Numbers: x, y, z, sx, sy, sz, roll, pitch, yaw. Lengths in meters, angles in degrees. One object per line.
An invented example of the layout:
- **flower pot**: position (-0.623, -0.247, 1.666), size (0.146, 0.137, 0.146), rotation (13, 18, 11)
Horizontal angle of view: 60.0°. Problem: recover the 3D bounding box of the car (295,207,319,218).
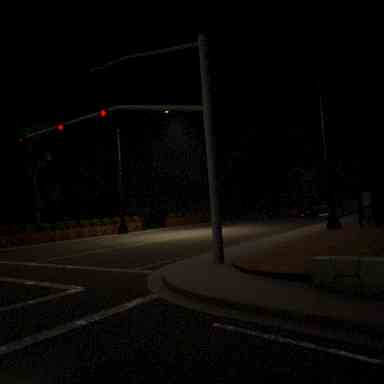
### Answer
- **car**: position (15.425, 2.678, 44.258), size (1.895, 1.301, 4.718), rotation (-6, -4, 37)
